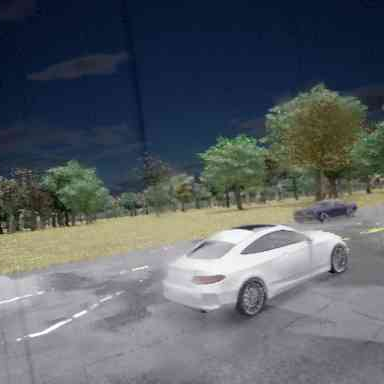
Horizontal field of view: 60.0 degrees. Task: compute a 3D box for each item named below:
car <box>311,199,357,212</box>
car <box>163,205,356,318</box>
[{"bbox_3d":[8.486,1.202,21.206,4.718,1.301,1.895,-5,-3,-36],"label":"car"},{"bbox_3d":[1.540,1.434,7.375,4.674,1.442,1.812,-8,1,-36],"label":"car"}]
